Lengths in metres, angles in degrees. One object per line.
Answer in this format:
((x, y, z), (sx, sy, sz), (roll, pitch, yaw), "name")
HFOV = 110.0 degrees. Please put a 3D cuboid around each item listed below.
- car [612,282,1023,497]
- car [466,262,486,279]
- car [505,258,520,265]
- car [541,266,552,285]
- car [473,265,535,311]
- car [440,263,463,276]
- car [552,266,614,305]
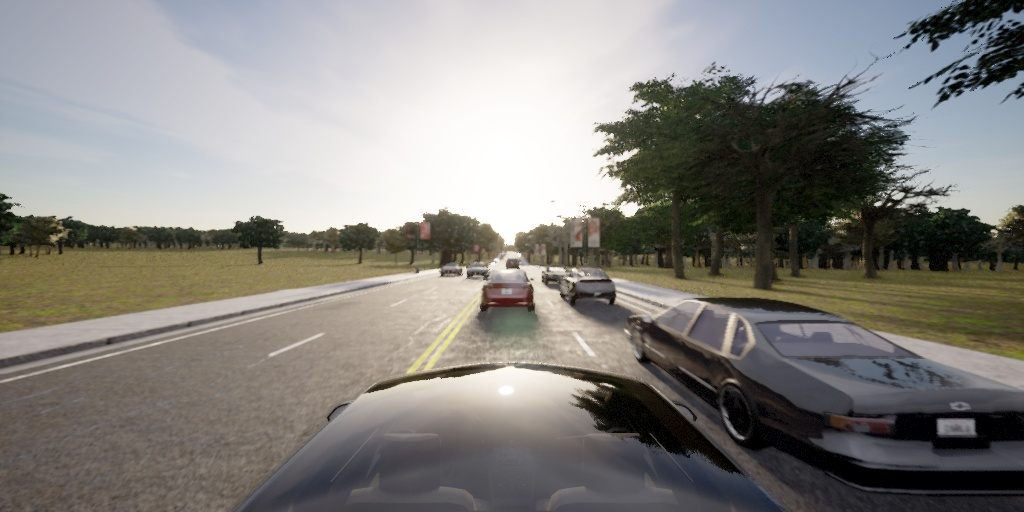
((3.251, 1.302, 5.136), (2.033, 1.411, 5.357), (0, 0, 0), "car")
((-3.334, 1.393, 35.148), (1.837, 1.490, 4.892), (0, 0, 0), "car")
((0.076, 1.313, 57.701), (2.150, 2.045, 5.566), (0, 0, 0), "car")
((3.251, 1.434, 27.173), (1.895, 1.301, 4.718), (0, 0, 0), "car")
((-0.134, 1.278, 14.608), (2.163, 1.488, 4.792), (0, 0, 1), "car")
((-6.570, 1.485, 39.274), (1.994, 1.385, 4.181), (0, -1, 0), "car")
((3.251, 1.272, 16.139), (2.128, 1.511, 4.902), (0, 0, 0), "car")
